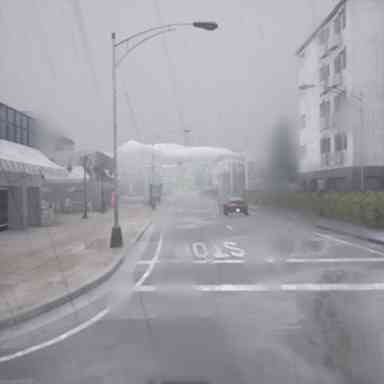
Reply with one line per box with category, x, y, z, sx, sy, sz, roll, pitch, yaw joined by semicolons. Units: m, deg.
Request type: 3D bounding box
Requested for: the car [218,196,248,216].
car;3.329;1.143;27.405;1.837;1.490;4.892;-1;-1;-2
